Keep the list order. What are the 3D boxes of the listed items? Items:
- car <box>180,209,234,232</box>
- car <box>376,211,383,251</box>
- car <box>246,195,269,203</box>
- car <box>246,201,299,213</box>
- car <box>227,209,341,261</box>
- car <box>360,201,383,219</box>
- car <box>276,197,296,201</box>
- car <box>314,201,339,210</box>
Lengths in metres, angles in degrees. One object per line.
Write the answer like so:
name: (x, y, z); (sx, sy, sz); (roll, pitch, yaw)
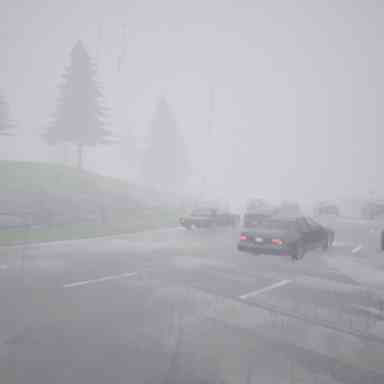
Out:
car: (1.304, 1.710, 21.100); (1.895, 1.301, 4.718); (-1, 0, 34)
car: (9.025, 1.589, 13.594); (1.994, 1.385, 4.181); (0, 0, 36)
car: (7.175, 1.516, 37.407); (2.097, 1.767, 4.553); (0, 0, 10)
car: (4.837, 1.562, 20.309); (1.882, 1.535, 5.008); (0, 0, 32)
car: (3.769, 1.597, 12.670); (2.033, 1.411, 5.357); (-1, 0, 40)
car: (16.623, 1.575, 30.003); (1.837, 1.490, 4.892); (0, 0, 15)
car: (10.604, 1.618, 36.643); (1.882, 1.535, 5.008); (0, 0, 10)
car: (13.572, 1.632, 33.597); (1.812, 1.442, 4.674); (0, 0, 12)
